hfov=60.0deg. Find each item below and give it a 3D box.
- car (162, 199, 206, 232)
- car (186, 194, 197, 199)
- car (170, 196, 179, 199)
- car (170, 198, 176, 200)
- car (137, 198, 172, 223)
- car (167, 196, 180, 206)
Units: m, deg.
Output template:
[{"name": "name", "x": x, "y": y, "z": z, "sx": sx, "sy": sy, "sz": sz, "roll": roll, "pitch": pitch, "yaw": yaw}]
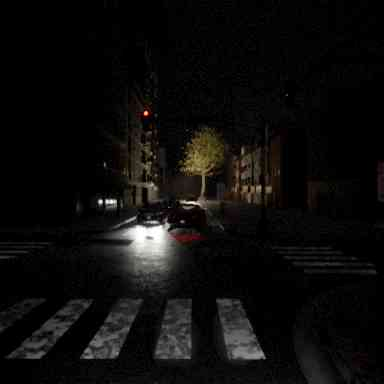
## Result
[{"name": "car", "x": -0.253, "y": 1.458, "z": 20.276, "sx": 1.882, "sy": 1.535, "sz": 5.008, "roll": 1, "pitch": 0, "yaw": 6}, {"name": "car", "x": -0.110, "y": 1.295, "z": 69.501, "sx": 2.097, "sy": 1.767, "sz": 4.553, "roll": 0, "pitch": 0, "yaw": 0}, {"name": "car", "x": -2.950, "y": 1.520, "z": 43.290, "sx": 1.994, "sy": 1.385, "sz": 4.181, "roll": 0, "pitch": 0, "yaw": 0}, {"name": "car", "x": -2.953, "y": 1.565, "z": 34.104, "sx": 1.895, "sy": 1.301, "sz": 4.718, "roll": 0, "pitch": 0, "yaw": 0}, {"name": "car", "x": -2.923, "y": 1.466, "z": 24.893, "sx": 2.128, "sy": 1.511, "sz": 4.902, "roll": 0, "pitch": 0, "yaw": 0}, {"name": "car", "x": -2.917, "y": 1.454, "z": 53.613, "sx": 1.837, "sy": 1.490, "sz": 4.892, "roll": 0, "pitch": 0, "yaw": 0}]
